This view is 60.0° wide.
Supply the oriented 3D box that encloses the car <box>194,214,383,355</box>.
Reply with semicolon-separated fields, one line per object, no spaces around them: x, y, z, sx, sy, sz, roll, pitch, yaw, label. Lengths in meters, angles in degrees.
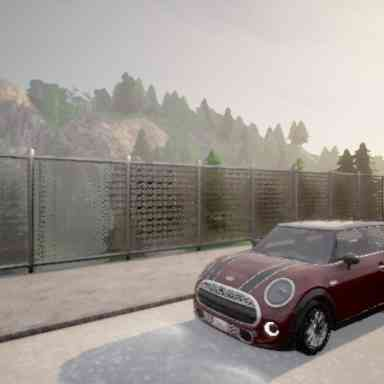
2.246;1.341;6.190;4.553;1.767;2.097;0;0;-35;car
